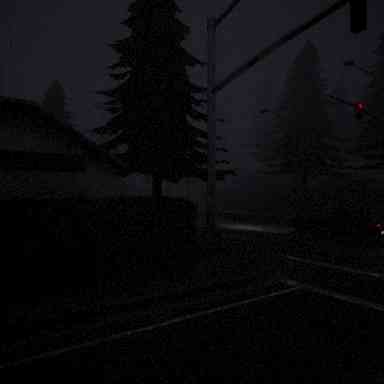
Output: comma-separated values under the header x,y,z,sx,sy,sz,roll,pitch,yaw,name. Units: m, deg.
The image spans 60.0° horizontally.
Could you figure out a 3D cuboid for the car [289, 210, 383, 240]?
x,y,z,sx,sy,sz,roll,pitch,yaw,name
7.477,1.585,17.209,1.895,1.301,4.718,0,0,-40,car
